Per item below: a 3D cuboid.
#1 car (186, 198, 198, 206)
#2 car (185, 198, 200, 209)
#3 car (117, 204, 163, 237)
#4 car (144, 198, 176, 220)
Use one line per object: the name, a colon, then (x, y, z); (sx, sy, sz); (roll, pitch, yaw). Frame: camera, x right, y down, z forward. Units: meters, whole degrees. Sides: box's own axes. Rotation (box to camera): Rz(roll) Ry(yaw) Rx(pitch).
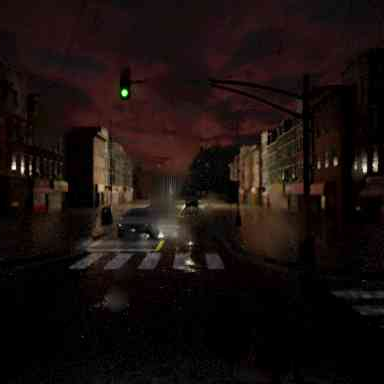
car: (0.007, 1.798, 59.127); (1.994, 1.385, 4.181); (0, 0, 0)
car: (0.005, 1.690, 48.710); (1.837, 1.490, 4.892); (0, 0, 0)
car: (-2.845, 1.592, 18.441); (1.812, 1.442, 4.674); (0, 0, 0)
car: (-2.846, 1.593, 28.804); (2.128, 1.511, 4.902); (0, 0, 0)
